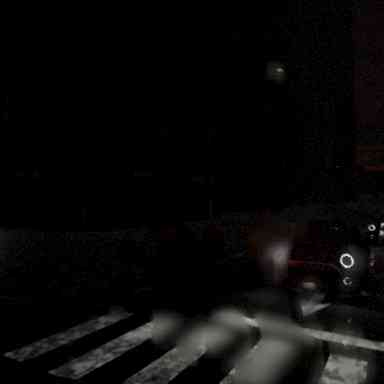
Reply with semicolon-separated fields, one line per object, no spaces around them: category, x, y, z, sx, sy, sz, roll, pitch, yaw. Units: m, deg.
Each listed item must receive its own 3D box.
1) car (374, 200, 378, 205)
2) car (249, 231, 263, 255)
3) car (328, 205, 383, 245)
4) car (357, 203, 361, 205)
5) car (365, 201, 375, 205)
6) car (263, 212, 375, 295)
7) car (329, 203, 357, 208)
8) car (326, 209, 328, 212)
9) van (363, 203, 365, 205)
car;43.410;3.182;80.776;2.008;1.369;4.403;-2;-2;31
car;4.050;1.964;15.082;1.752;1.417;4.829;-2;-2;31
car;9.247;1.821;18.562;2.097;1.767;4.553;-2;-2;31
car;19.201;2.351;40.376;1.967;1.590;4.097;-2;-2;31
car;35.119;2.939;66.939;1.887;1.381;4.507;-2;-2;31
car;3.957;1.657;9.806;2.097;1.767;4.553;-2;-2;32
car;14.176;2.071;31.999;2.192;1.841;5.009;-2;-2;31
car;9.160;2.150;23.609;2.008;1.369;4.403;-2;-2;31
van;21.710;2.330;44.571;1.690;1.788;3.998;-2;-2;31
